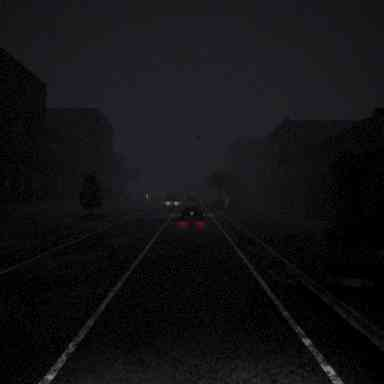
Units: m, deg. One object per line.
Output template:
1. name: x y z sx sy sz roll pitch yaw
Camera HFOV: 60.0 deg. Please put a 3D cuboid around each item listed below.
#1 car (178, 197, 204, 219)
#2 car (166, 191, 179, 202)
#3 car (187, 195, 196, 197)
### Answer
1. car: 0.015 1.415 27.428 1.812 1.442 4.674 0 0 0
2. car: -3.636 0.775 62.671 2.150 2.045 5.566 0 1 0
3. car: -0.086 1.224 50.942 2.128 1.511 4.902 0 1 0
